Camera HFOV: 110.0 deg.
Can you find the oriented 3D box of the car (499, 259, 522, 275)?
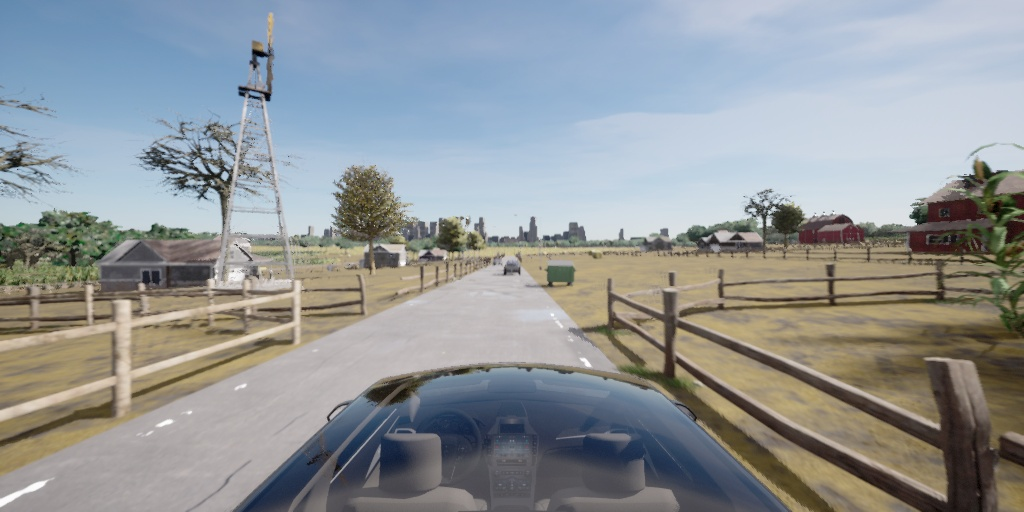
[{"bbox_3d":[0.051,1.238,38.672,2.128,1.511,4.902,0,0,1],"label":"car"}]

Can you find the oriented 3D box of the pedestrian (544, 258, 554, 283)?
[{"bbox_3d":[2.719,1.004,25.767,0.375,1.860,0.375,-1,1,-15],"label":"pedestrian"}]

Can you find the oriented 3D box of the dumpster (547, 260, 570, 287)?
[{"bbox_3d":[3.126,1.144,24.330,1.020,1.700,1.940,0,0,0],"label":"dumpster"}]
